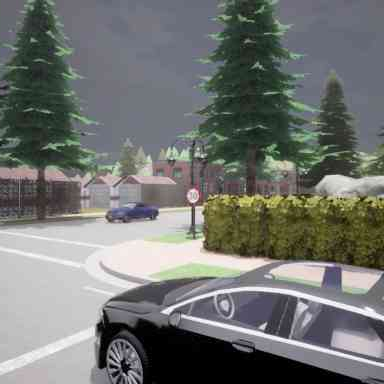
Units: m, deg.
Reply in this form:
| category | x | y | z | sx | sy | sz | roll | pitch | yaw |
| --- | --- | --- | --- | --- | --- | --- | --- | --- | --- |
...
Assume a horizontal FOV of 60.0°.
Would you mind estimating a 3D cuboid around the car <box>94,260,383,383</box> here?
| category | x | y | z | sx | sy | sz | roll | pitch | yaw |
| --- | --- | --- | --- | --- | --- | --- | --- | --- | --- |
| car | 0.986 | 1.492 | 3.378 | 4.902 | 1.511 | 2.128 | 0 | 0 | 38 |

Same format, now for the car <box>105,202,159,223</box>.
| category | x | y | z | sx | sy | sz | roll | pitch | yaw |
| --- | --- | --- | --- | --- | --- | --- | --- | --- | --- |
| car | -4.404 | 1.487 | 25.206 | 1.812 | 1.442 | 4.674 | 0 | 0 | 34 |
